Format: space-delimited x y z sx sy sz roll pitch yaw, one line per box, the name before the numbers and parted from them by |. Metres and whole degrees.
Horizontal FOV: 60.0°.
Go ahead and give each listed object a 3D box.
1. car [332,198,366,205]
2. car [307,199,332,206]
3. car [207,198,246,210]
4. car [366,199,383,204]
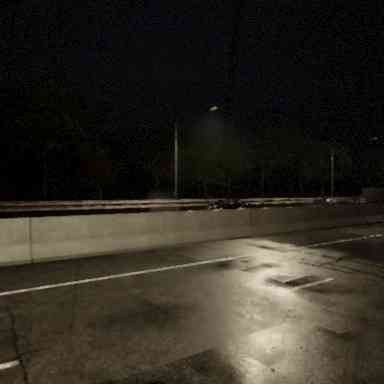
car | 19.108 1.492 39.097 4.902 1.511 2.128 0 0 -35
car | 16.579 1.547 41.597 5.357 1.411 2.033 0 0 -35
car | 3.858 1.502 36.826 4.892 1.490 1.837 0 0 -35
car | 21.398 1.526 36.428 4.674 1.442 1.812 0 0 -35
